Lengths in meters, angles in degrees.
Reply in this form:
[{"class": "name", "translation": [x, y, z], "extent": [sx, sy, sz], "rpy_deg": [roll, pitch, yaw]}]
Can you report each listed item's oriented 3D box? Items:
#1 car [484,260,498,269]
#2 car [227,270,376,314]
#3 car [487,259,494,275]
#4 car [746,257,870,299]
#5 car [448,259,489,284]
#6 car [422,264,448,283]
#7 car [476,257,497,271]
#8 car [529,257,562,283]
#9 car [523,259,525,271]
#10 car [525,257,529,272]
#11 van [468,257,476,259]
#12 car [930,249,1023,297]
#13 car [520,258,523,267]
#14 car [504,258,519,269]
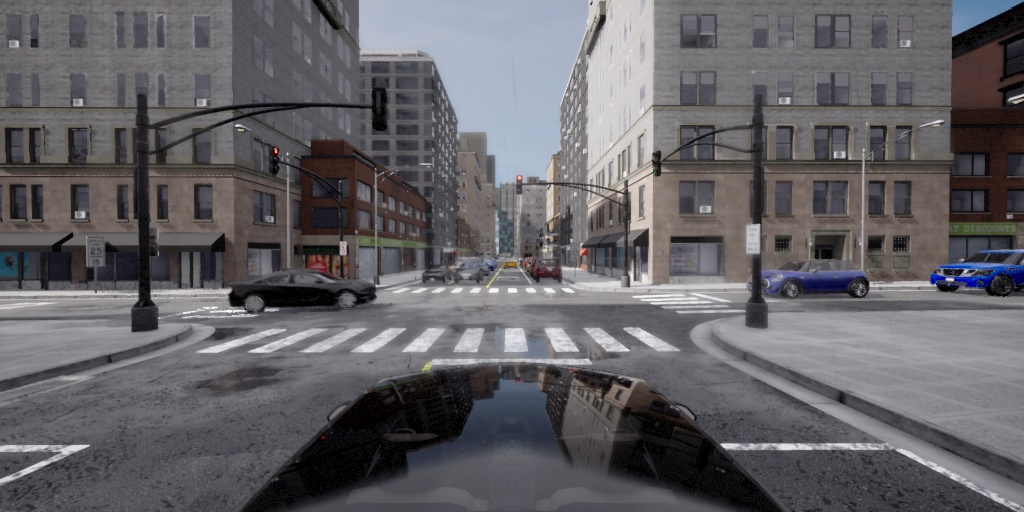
[{"class": "car", "translation": [-3.297, 1.295, 57.445], "extent": [2.033, 1.411, 5.357], "rpy_deg": [0, 0, 0]}, {"class": "car", "translation": [-7.929, 1.279, 13.900], "extent": [5.008, 1.535, 1.882], "rpy_deg": [-1, 1, -12]}, {"class": "car", "translation": [-3.245, 1.300, 37.133], "extent": [2.033, 1.411, 5.357], "rpy_deg": [0, 0, 0]}, {"class": "car", "translation": [13.402, 0.937, 16.455], "extent": [4.553, 1.767, 2.097], "rpy_deg": [-1, 1, -1]}, {"class": "car", "translation": [-3.204, 1.244, 27.311], "extent": [2.128, 1.511, 4.902], "rpy_deg": [0, 0, 0]}, {"class": "car", "translation": [-5.780, 1.318, 28.140], "extent": [1.948, 1.339, 4.313], "rpy_deg": [0, 0, 0]}, {"class": "car", "translation": [-3.277, 1.228, 47.064], "extent": [1.882, 1.535, 5.008], "rpy_deg": [0, 0, 0]}, {"class": "car", "translation": [2.746, 1.066, 28.178], "extent": [2.192, 1.841, 5.009], "rpy_deg": [0, 0, 0]}, {"class": "car", "translation": [2.674, 1.276, 45.105], "extent": [1.751, 1.417, 4.829], "rpy_deg": [0, 0, 0]}, {"class": "car", "translation": [2.722, 1.067, 33.764], "extent": [2.192, 1.841, 5.009], "rpy_deg": [0, 0, 0]}, {"class": "van", "translation": [-5.855, 1.092, 44.897], "extent": [1.690, 1.789, 3.998], "rpy_deg": [0, 0, 0]}, {"class": "car", "translation": [22.978, 0.707, 16.563], "extent": [5.566, 2.045, 2.150], "rpy_deg": [-1, 1, 0]}, {"class": "car", "translation": [2.651, 1.064, 50.521], "extent": [2.192, 1.841, 5.009], "rpy_deg": [0, 0, 0]}, {"class": "car", "translation": [-0.242, 1.225, 57.149], "extent": [1.882, 1.535, 5.008], "rpy_deg": [0, 0, 0]}]
